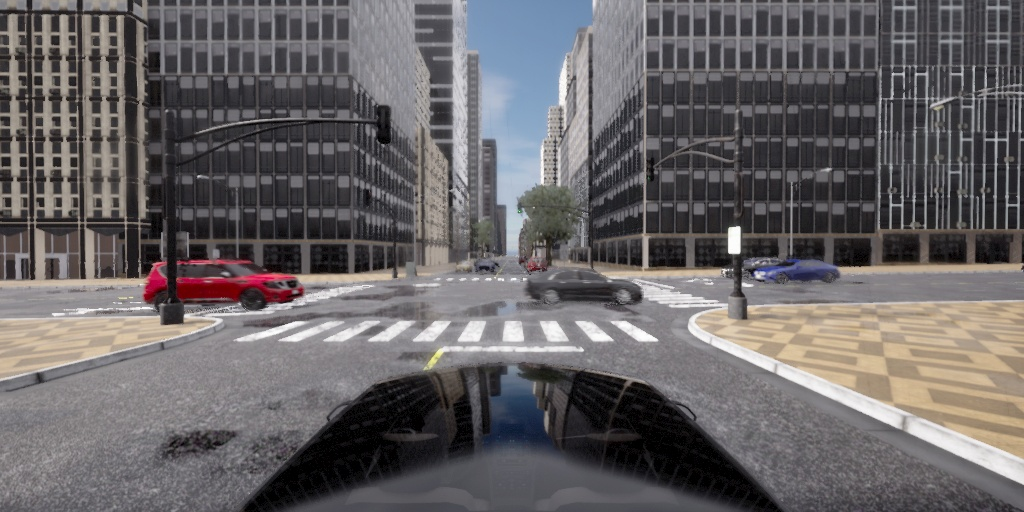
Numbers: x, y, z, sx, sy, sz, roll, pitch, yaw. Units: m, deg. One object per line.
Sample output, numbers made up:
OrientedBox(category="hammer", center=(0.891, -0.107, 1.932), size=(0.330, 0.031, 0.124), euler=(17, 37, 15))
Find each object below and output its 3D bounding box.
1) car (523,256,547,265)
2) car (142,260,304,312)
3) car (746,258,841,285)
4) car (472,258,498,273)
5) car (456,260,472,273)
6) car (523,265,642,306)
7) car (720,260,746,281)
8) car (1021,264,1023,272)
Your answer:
OrientedBox(category="car", center=(2.653, 1.024, 37.773), size=(2.192, 1.841, 5.009), euler=(0, 0, 0))
OrientedBox(category="car", center=(-11.767, 1.182, 14.811), size=(5.566, 2.045, 2.150), euler=(-1, 1, -1))
OrientedBox(category="car", center=(17.371, 0.945, 21.927), size=(4.674, 1.442, 1.812), euler=(-1, 1, -1))
OrientedBox(category="car", center=(-3.129, 1.056, 42.405), size=(2.097, 1.767, 4.553), euler=(0, 0, 0))
OrientedBox(category="car", center=(-5.730, 1.228, 43.236), size=(1.751, 1.417, 4.829), euler=(0, 0, 0))
OrientedBox(category="car", center=(2.929, 1.273, 15.079), size=(4.892, 1.490, 1.837), euler=(0, 0, -1))
OrientedBox(category="car", center=(17.297, 0.879, 25.176), size=(4.902, 1.511, 2.128), euler=(-1, 1, -1))
OrientedBox(category="car", center=(39.489, 0.561, 25.545), size=(4.674, 1.442, 1.812), euler=(-1, 1, -1))
